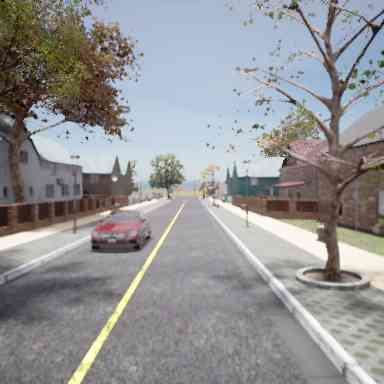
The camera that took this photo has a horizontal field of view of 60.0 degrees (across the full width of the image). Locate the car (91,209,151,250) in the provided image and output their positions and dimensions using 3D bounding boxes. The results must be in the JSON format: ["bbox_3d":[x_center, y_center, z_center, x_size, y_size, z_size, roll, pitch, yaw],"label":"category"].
[{"bbox_3d":[-2.833,1.475,14.152,1.812,1.442,4.674,0,0,0],"label":"car"}]
